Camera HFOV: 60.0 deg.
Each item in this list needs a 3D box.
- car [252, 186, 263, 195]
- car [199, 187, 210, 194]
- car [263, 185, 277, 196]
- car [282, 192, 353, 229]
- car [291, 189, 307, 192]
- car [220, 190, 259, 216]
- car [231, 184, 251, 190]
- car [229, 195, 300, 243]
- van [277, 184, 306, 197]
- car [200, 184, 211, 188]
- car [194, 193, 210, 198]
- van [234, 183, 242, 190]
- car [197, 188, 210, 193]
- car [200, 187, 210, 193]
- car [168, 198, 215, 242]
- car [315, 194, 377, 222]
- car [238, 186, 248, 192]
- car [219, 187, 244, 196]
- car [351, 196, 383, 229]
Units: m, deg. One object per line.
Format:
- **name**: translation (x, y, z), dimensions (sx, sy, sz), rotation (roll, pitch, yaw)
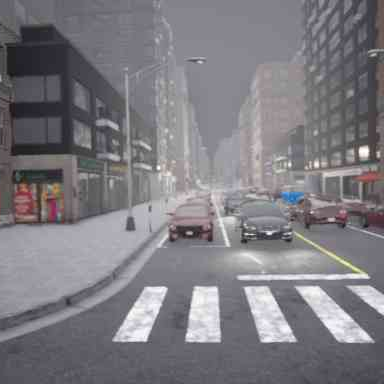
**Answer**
- **car**: translation (10.205, 0.026, 47.780), dimensions (1.802, 1.307, 4.206), rotation (-1, 2, 3)
- **car**: translation (2.529, -0.309, 65.201), dimensions (2.008, 1.369, 4.403), rotation (-1, 2, 3)
- **car**: translation (9.644, 0.088, 36.444), dimensions (2.192, 1.841, 5.009), rotation (-1, 2, 3)
- **car**: translation (6.090, 0.941, 16.576), dimensions (1.812, 1.442, 4.674), rotation (-1, 2, 3)
- **car**: translation (9.090, 0.686, 25.124), dimensions (1.802, 1.307, 4.206), rotation (-1, 2, 3)
- **car**: translation (3.247, 0.848, 23.659), dimensions (1.994, 1.385, 4.181), rotation (-1, 2, 3)
- **car**: translation (7.814, -0.114, 53.596), dimensions (2.033, 1.411, 5.357), rotation (-1, 2, 3)
- **car**: translation (2.749, 1.080, 13.710), dimensions (1.837, 1.490, 4.892), rotation (-1, 2, 3)
- **van**: translation (9.365, 0.279, 30.781), dimensions (1.690, 1.788, 3.998), rotation (-1, 2, 3)
- **car**: translation (1.691, 0.073, 48.207), dimensions (1.967, 1.590, 4.097), rotation (-1, 2, 3)
- **car**: translation (0.298, 1.004, 19.892), dimensions (1.887, 1.381, 4.507), rotation (-1, 2, 3)
- **van**: translation (12.155, -1.368, 87.422), dimensions (1.690, 1.788, 3.998), rotation (-1, 2, 3)
- **car**: translation (1.135, 0.545, 36.884), dimensions (1.802, 1.307, 4.206), rotation (-1, 2, 3)
- **car**: translation (2.808, -0.459, 70.865), dimensions (1.947, 1.339, 4.313), rotation (-1, 2, 3)
- **car**: translation (0.019, 1.170, 14.228), dimensions (1.887, 1.381, 4.507), rotation (-1, 2, 3)
- **car**: translation (8.811, 0.852, 19.460), dimensions (1.802, 1.307, 4.206), rotation (-1, 2, 3)
- **car**: translation (11.600, -0.797, 76.101), dimensions (1.802, 1.307, 4.206), rotation (-1, 2, 3)
- **car**: translation (3.814, 0.525, 34.077), dimensions (2.033, 1.411, 5.357), rotation (-1, 2, 4)
- **car**: translation (8.532, 1.018, 13.795), dimensions (1.802, 1.307, 4.206), rotation (-1, 2, 3)
